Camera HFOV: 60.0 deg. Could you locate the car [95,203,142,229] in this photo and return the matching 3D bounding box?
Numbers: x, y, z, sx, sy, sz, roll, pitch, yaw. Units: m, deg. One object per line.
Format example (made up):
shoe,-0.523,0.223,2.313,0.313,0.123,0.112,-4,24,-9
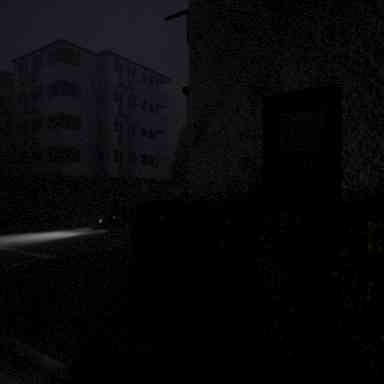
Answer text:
car,-4.095,1.491,22.016,2.128,1.511,4.902,0,0,35
